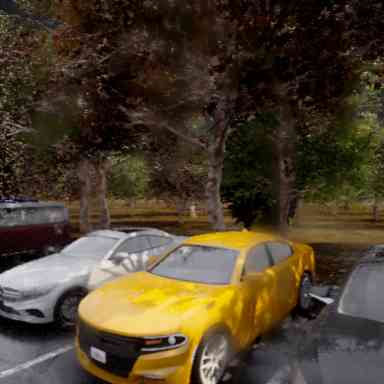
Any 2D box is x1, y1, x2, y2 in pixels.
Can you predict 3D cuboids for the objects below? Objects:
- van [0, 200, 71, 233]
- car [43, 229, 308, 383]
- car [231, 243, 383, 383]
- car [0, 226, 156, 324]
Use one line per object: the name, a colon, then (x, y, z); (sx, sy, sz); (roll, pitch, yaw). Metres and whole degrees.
van: (-6.218, 1.342, 10.563); (1.878, 1.987, 4.442); (-1, 0, 37)
car: (0.499, 1.470, 5.589); (2.097, 1.535, 5.008); (-1, 0, 37)
car: (2.713, 1.438, 3.899); (2.231, 1.521, 4.892); (-1, 0, 37)
car: (-1.716, 1.543, 7.277); (2.002, 1.452, 4.674); (-1, 0, 37)
